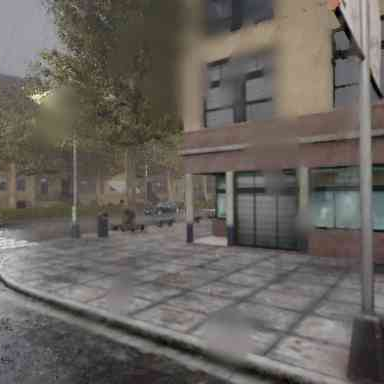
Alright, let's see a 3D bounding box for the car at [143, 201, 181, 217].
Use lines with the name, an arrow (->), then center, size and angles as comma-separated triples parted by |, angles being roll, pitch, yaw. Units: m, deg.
car -> -3.137, 1.792, 35.817 | 1.837, 1.490, 4.892 | -1, -1, 36
